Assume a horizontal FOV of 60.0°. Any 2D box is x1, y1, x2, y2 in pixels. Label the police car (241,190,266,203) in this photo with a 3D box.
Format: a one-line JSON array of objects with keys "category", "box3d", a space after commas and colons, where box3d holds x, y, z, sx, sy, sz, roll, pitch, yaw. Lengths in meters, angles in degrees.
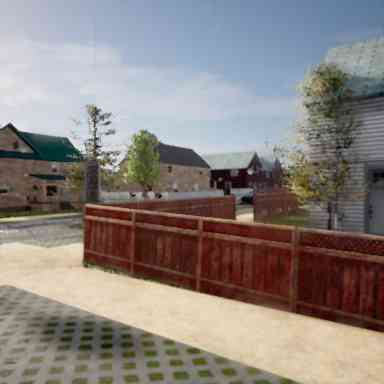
[{"category": "police car", "box3d": [7.487, 0.532, 39.176, 2.038, 1.542, 4.974, 0, 1, 36]}]
